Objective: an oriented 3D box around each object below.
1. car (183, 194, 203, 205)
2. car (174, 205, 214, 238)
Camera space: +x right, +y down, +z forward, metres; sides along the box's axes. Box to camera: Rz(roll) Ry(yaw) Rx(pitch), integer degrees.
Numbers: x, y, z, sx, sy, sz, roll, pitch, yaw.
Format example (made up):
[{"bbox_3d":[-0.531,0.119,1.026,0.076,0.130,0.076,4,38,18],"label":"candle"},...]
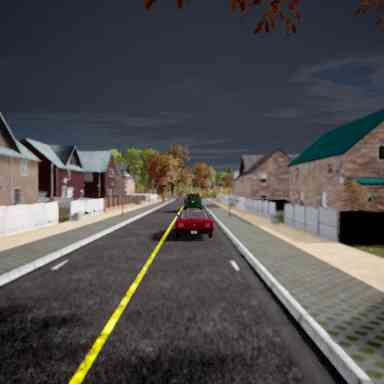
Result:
[{"bbox_3d":[0.101,1.207,39.733,2.150,2.045,5.566,0,0,0],"label":"car"},{"bbox_3d":[0.101,1.597,17.802,1.895,1.301,4.718,0,0,0],"label":"car"}]
